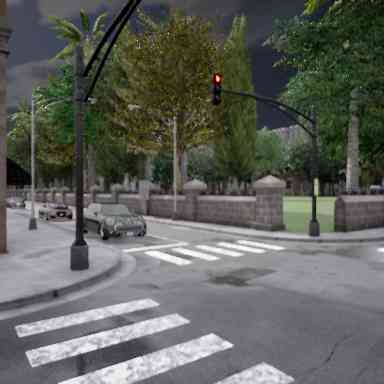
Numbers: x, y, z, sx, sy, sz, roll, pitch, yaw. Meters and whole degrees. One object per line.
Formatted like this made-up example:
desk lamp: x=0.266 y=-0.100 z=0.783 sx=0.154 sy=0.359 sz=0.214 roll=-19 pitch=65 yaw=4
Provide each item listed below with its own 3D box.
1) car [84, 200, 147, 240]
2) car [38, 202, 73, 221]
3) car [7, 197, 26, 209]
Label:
car: x=-4.062 y=1.320 z=16.912 sx=2.097 sy=1.767 sz=4.553 roll=0 pitch=0 yaw=-34
car: x=-11.016 y=1.527 z=26.771 sx=1.994 sy=1.385 sz=4.181 roll=0 pitch=0 yaw=-35
car: x=-23.633 y=1.458 z=44.708 sx=2.128 sy=1.511 sz=4.902 roll=0 pitch=0 yaw=-35
